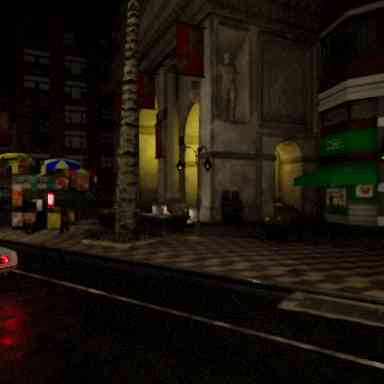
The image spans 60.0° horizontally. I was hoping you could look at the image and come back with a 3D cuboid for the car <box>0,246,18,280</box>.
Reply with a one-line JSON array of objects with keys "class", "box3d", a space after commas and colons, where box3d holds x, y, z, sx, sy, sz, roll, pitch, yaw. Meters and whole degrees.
[{"class": "car", "box3d": [-6.512, 1.597, 8.465, 4.718, 1.301, 1.895, 0, 0, 35]}]
